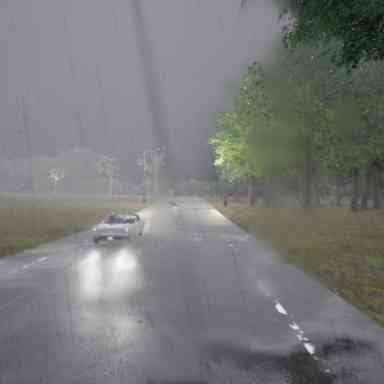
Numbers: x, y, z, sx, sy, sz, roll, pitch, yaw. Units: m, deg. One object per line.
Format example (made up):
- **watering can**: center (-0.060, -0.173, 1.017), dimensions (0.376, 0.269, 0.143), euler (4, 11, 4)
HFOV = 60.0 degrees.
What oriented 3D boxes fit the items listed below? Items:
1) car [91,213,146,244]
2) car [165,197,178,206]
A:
- **car**: center (-3.597, 1.763, 16.876), dimensions (1.895, 1.301, 4.718), euler (0, 0, 0)
- **car**: center (-3.536, 1.601, 57.238), dimensions (1.837, 1.490, 4.892), euler (0, 0, 1)
